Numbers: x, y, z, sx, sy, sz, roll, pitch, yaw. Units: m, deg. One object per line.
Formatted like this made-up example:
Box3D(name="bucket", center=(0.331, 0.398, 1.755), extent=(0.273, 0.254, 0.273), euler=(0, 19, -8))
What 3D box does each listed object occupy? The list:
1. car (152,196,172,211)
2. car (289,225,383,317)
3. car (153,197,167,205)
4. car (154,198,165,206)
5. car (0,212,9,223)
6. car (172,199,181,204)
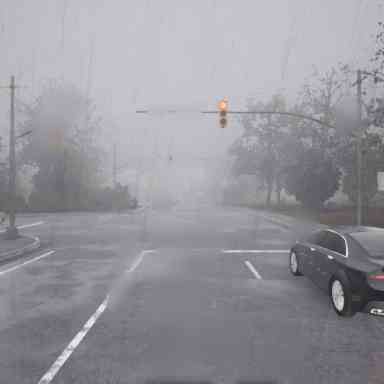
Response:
Box3D(name="car", center=(-3.885, 1.603, 41.473), extent=(2.033, 1.411, 5.357), euler=(0, -1, -2))
Box3D(name="car", center=(3.599, 1.504, 7.441), extent=(1.837, 1.490, 4.892), euler=(0, 0, 1))
Box3D(name="car", center=(-8.055, 2.215, 83.001), extent=(2.097, 1.767, 4.553), euler=(0, -1, -25))
Box3D(name="car", center=(-6.274, 1.951, 63.988), extent=(1.837, 1.490, 4.892), euler=(0, -2, -10))
Box3D(name="car", center=(-15.474, 1.674, 23.045), extent=(4.718, 1.301, 1.895), euler=(-1, 0, -3))
Box3D(name="car", center=(-4.368, 2.429, 83.174), extent=(1.895, 1.301, 4.718), euler=(0, -1, -22))
